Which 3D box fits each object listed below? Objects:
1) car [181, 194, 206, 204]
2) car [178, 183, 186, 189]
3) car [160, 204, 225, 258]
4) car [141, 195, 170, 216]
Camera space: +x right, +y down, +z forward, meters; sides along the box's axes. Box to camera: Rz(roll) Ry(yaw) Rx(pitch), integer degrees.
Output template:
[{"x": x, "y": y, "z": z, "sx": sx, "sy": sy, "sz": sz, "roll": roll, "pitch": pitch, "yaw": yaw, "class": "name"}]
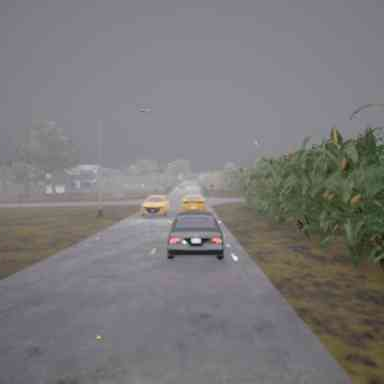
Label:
[{"x": 0.125, "y": 0.940, "z": 28.179, "sx": 1.882, "sy": 1.535, "sz": 5.008, "roll": 0, "pitch": 2, "yaw": 0, "class": "car"}, {"x": -2.633, "y": -1.533, "z": 86.742, "sx": 1.882, "sy": 1.535, "sz": 5.008, "roll": 0, "pitch": 3, "yaw": 0, "class": "car"}, {"x": 0.113, "y": 1.388, "z": 11.975, "sx": 2.033, "sy": 1.411, "sz": 5.357, "roll": 0, "pitch": 1, "yaw": 0, "class": "car"}, {"x": -2.777, "y": 0.995, "z": 26.186, "sx": 1.882, "sy": 1.535, "sz": 5.008, "roll": 0, "pitch": 1, "yaw": 0, "class": "car"}]
